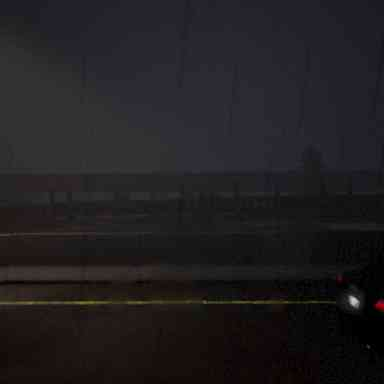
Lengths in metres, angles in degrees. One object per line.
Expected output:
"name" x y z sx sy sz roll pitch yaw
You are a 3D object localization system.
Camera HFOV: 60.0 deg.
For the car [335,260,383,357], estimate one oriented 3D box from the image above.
"car" 4.242 1.455 4.534 4.181 1.385 1.994 -1 1 2
